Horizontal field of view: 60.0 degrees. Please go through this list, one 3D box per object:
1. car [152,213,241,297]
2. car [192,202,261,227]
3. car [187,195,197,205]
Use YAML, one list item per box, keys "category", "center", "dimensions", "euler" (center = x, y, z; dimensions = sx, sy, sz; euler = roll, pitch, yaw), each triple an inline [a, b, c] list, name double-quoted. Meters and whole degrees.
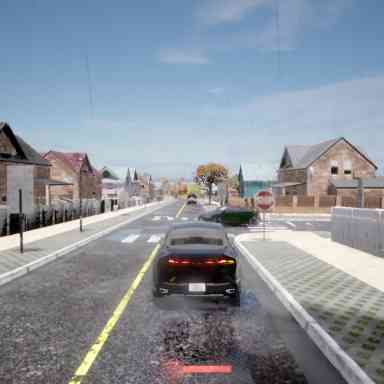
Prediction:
- category: "car"
  center: [0.109, 1.504, 8.531]
  dimensions: [1.837, 1.490, 4.892]
  euler: [0, 0, 0]
- category: "car"
  center: [2.451, 1.576, 22.140]
  dimensions: [4.181, 1.385, 1.994]
  euler: [0, 2, -19]
- category: "car"
  center: [-0.057, 1.851, 65.885]
  dimensions: [1.895, 1.301, 4.718]
  euler: [0, 0, 0]
